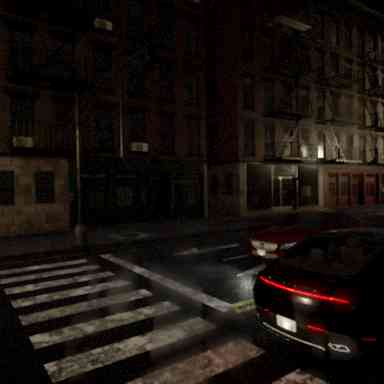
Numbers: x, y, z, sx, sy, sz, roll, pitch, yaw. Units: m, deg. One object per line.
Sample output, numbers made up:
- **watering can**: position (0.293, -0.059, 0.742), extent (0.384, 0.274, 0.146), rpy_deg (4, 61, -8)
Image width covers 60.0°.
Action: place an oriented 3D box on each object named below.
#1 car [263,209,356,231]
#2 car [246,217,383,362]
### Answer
- **car**: position (3.777, 1.295, 10.211), extent (4.674, 1.442, 1.812), rpy_deg (-2, 1, -34)
- **car**: position (3.184, 1.357, 5.622), extent (4.892, 1.490, 1.837), rpy_deg (-2, 1, -35)
